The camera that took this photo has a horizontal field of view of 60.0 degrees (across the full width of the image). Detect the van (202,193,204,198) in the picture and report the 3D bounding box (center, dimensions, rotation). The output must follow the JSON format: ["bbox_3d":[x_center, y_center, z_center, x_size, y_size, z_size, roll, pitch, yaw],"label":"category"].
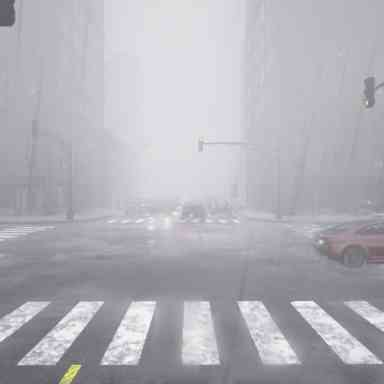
[{"bbox_3d":[2.958,1.343,56.024,1.690,1.788,3.998,0,0,0],"label":"van"}]

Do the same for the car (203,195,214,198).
[{"bbox_3d":[2.899,1.443,44.686,1.967,1.590,4.097,0,0,0],"label":"car"}]

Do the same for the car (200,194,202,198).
[{"bbox_3d":[2.989,1.527,61.863,1.752,1.417,4.829,0,0,0],"label":"car"}]

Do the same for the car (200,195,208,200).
[{"bbox_3d":[3.138,1.557,90.040,1.947,1.339,4.313,0,0,0],"label":"car"}]

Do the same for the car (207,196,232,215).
[{"bbox_3d":[2.839,1.442,33.348,1.967,1.590,4.097,0,0,0],"label":"car"}]

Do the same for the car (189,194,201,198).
[{"bbox_3d":[0.439,1.548,63.294,2.033,1.411,5.357,0,0,0],"label":"car"}]

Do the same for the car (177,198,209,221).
[{"bbox_3d":[0.168,1.506,27.455,1.837,1.490,4.892,1,0,4],"label":"car"}]

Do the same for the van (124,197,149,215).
[{"bbox_3d":[-5.687,1.343,33.390,1.690,1.788,3.998,0,0,0],"label":"van"}]

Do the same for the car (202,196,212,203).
[{"bbox_3d":[3.019,1.551,67.363,2.008,1.369,4.403,0,0,0],"label":"car"}]

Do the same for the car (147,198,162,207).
[{"bbox_3d":[-5.597,1.585,50.395,1.802,1.307,4.206,0,0,0],"label":"car"}]

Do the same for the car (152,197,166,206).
[{"bbox_3d":[-5.567,1.568,56.063,1.947,1.339,4.313,0,0,0],"label":"car"}]

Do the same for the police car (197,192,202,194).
[{"bbox_3d":[2.781,1.420,79.454,1.930,1.638,5.238,0,0,0],"label":"police car"}]

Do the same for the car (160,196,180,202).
[{"bbox_3d":[-2.875,1.603,43.147,1.895,1.301,4.718,0,0,1],"label":"car"}]

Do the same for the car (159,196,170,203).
[{"bbox_3d":[-5.507,1.566,67.400,1.947,1.339,4.313,0,0,0],"label":"car"}]

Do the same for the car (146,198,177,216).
[{"bbox_3d":[-2.929,1.602,33.164,1.895,1.301,4.718,0,0,3],"label":"car"}]

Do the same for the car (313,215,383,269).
[{"bbox_3d":[6.133,1.577,10.687,4.181,1.385,1.994,0,0,0],"label":"car"}]

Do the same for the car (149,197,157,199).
[{"bbox_3d":[-5.657,1.442,39.059,1.967,1.590,4.097,0,0,0],"label":"car"}]

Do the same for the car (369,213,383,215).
[{"bbox_3d":[13.642,1.615,20.676,4.718,1.301,1.895,0,0,0],"label":"car"}]

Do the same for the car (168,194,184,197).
[{"bbox_3d":[-2.811,1.550,53.837,2.033,1.411,5.357,0,0,1],"label":"car"}]

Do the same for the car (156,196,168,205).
[{"bbox_3d":[-5.538,1.527,61.561,1.752,1.417,4.829,0,0,0],"label":"car"}]
